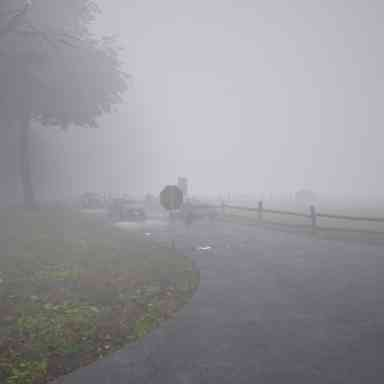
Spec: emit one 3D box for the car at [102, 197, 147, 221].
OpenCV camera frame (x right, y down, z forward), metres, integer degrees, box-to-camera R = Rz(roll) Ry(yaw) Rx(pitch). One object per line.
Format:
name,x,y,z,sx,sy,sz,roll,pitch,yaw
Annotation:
car,-4.755,1.138,23.866,1.837,1.490,4.892,-1,1,-27

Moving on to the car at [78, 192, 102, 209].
car,-10.802,0.790,35.532,2.097,1.767,4.553,-1,1,-27

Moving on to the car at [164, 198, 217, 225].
car,-0.216,1.156,21.066,2.128,1.511,4.902,-1,1,-26
